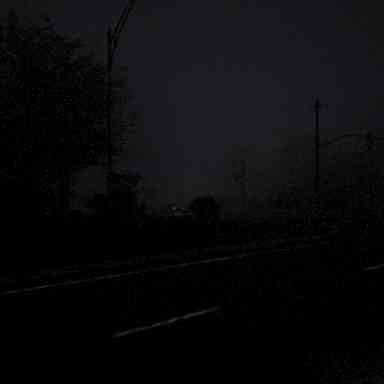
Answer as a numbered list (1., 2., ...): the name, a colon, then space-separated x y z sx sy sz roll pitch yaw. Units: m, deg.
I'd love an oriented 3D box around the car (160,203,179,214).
1. car: -2.924 2.362 49.543 2.097 1.767 4.553 0 -3 -32
